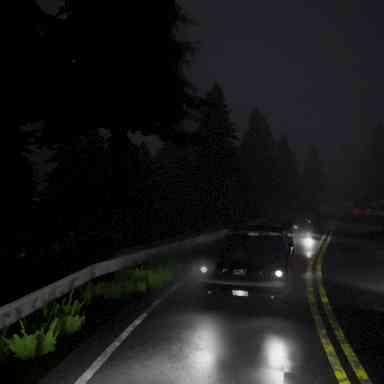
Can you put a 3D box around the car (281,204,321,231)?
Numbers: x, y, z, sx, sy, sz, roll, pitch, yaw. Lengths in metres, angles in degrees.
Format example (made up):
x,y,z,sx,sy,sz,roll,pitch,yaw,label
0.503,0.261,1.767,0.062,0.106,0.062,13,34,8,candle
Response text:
x,y,z,sx,sy,sz,roll,pitch,yaw,label
6.660,1.459,20.054,2.033,1.411,5.357,-2,0,26,car

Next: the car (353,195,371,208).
x,y,z,sx,sy,sz,roll,pitch,yaw,label
20.611,1.058,40.241,2.128,1.511,4.902,-2,0,28,car

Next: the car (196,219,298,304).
x,y,z,sx,sy,sz,roll,pitch,yaw,label
1.583,1.598,8.411,1.895,1.301,4.718,-1,0,18,car
